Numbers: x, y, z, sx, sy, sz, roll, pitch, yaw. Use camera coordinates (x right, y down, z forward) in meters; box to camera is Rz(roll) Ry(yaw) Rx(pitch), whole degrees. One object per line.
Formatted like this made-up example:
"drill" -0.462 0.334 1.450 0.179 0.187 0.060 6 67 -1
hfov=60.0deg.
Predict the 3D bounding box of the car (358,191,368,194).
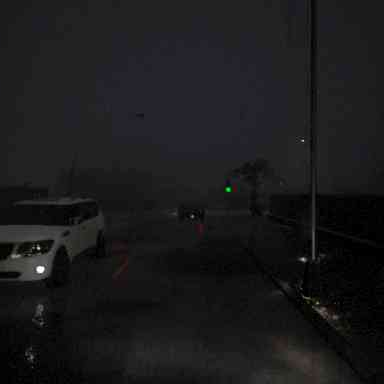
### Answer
"car" 37.965 0.742 73.123 1.905 1.878 3.866 0 0 0

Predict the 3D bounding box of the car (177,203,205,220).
"car" -0.182 1.515 26.756 1.895 1.301 4.718 0 0 -6

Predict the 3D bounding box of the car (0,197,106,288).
"car" -4.072 1.192 9.505 2.150 2.045 5.566 0 0 0
